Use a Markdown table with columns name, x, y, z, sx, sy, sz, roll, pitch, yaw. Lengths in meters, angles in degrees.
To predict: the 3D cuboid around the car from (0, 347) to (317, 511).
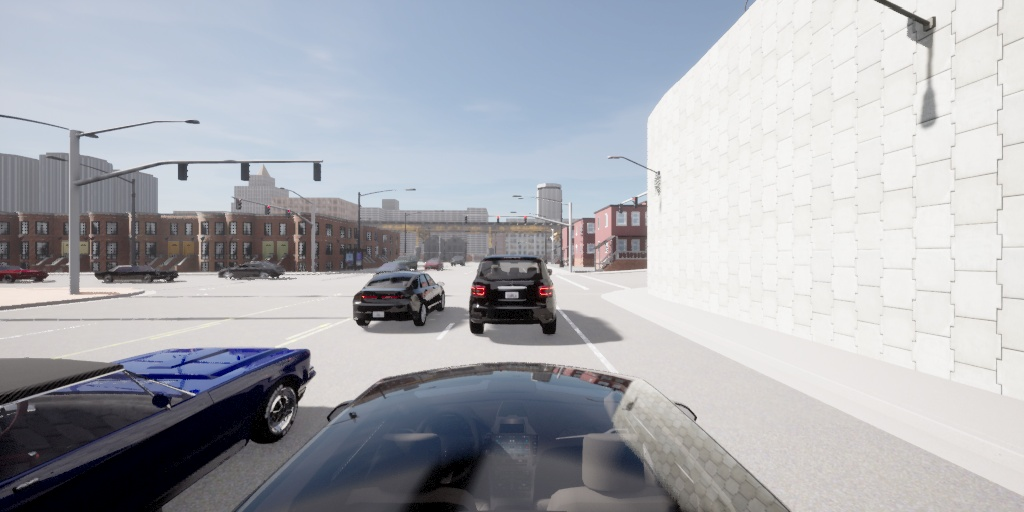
| name | x | y | z | sx | sy | sz | roll | pitch | yaw |
| --- | --- | --- | --- | --- | --- | --- | --- | --- | --- |
| car | -3.397 | 1.351 | 2.370 | 1.895 | 1.301 | 4.718 | 0 | 0 | 0 |

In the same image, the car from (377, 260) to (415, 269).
| name | x | y | z | sx | sy | sz | roll | pitch | yaw |
| --- | --- | --- | --- | --- | --- | --- | --- | --- | --- |
| car | -10.607 | 1.297 | 31.925 | 2.033 | 1.411 | 5.357 | 0 | 0 | 0 |

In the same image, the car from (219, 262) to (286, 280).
| name | x | y | z | sx | sy | sz | roll | pitch | yaw |
| --- | --- | --- | --- | --- | --- | --- | --- | --- | --- |
| car | -22.153 | 1.255 | 30.639 | 4.892 | 1.490 | 1.837 | 0 | 3 | -5 |

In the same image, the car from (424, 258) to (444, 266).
| name | x | y | z | sx | sy | sz | roll | pitch | yaw |
| --- | --- | --- | --- | --- | --- | --- | --- | --- | --- |
| car | -10.609 | 1.227 | 48.835 | 1.882 | 1.535 | 5.008 | 0 | 0 | 0 |

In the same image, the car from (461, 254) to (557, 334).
| name | x | y | z | sx | sy | sz | roll | pitch | yaw |
| --- | --- | --- | --- | --- | --- | --- | --- | --- | --- |
| car | 0.062 | 0.971 | 10.734 | 2.150 | 2.045 | 5.566 | 0 | 0 | 1 |

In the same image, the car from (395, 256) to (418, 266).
| name | x | y | z | sx | sy | sz | roll | pitch | yaw |
| --- | --- | --- | --- | --- | --- | --- | --- | --- | --- |
| car | -14.104 | 0.967 | 47.548 | 2.150 | 2.045 | 5.566 | 0 | 1 | 0 |

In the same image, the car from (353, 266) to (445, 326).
| name | x | y | z | sx | sy | sz | roll | pitch | yaw |
| --- | --- | --- | --- | --- | --- | --- | --- | --- | --- |
| car | -3.422 | 1.255 | 11.624 | 1.837 | 1.490 | 4.892 | 0 | 0 | 0 |

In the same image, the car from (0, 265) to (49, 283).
| name | x | y | z | sx | sy | sz | roll | pitch | yaw |
| --- | --- | --- | --- | --- | --- | --- | --- | --- | --- |
| car | -38.295 | 1.351 | 27.045 | 4.718 | 1.301 | 1.895 | 0 | 0 | 0 |

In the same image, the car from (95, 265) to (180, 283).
| name | x | y | z | sx | sy | sz | roll | pitch | yaw |
| --- | --- | --- | --- | --- | --- | --- | --- | --- | --- |
| car | -28.178 | 1.351 | 27.081 | 4.718 | 1.301 | 1.895 | 0 | 0 | 0 |
